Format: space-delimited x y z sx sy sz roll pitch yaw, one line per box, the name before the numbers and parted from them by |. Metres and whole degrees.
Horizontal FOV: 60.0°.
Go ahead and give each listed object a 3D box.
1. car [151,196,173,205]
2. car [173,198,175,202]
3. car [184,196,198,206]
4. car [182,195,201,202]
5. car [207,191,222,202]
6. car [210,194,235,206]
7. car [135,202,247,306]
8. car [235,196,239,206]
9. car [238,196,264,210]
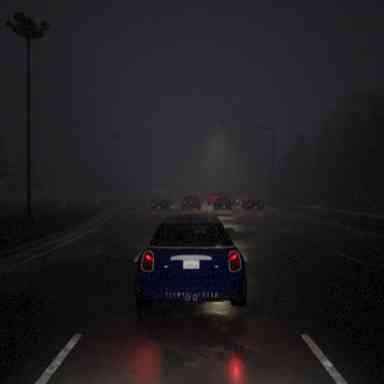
car | -3.583 1.358 38.323 1.895 1.301 4.718 0 0 0
car | -3.604 1.257 48.376 1.994 1.385 4.181 0 0 0
car | -0.104 1.294 48.379 1.895 1.301 4.718 0 0 0
car | -0.083 1.109 38.269 2.097 1.767 4.553 0 0 0
car | 3.396 0.915 48.354 2.150 2.045 5.566 0 0 0
car | 3.418 1.265 37.891 1.837 1.490 4.892 0 0 0
car | -0.018 1.300 8.059 2.097 1.767 4.553 0 0 0
car | 6.896 1.294 48.377 1.895 1.301 4.718 0 0 0
car | 6.917 1.358 38.346 1.895 1.301 4.718 0 0 0
